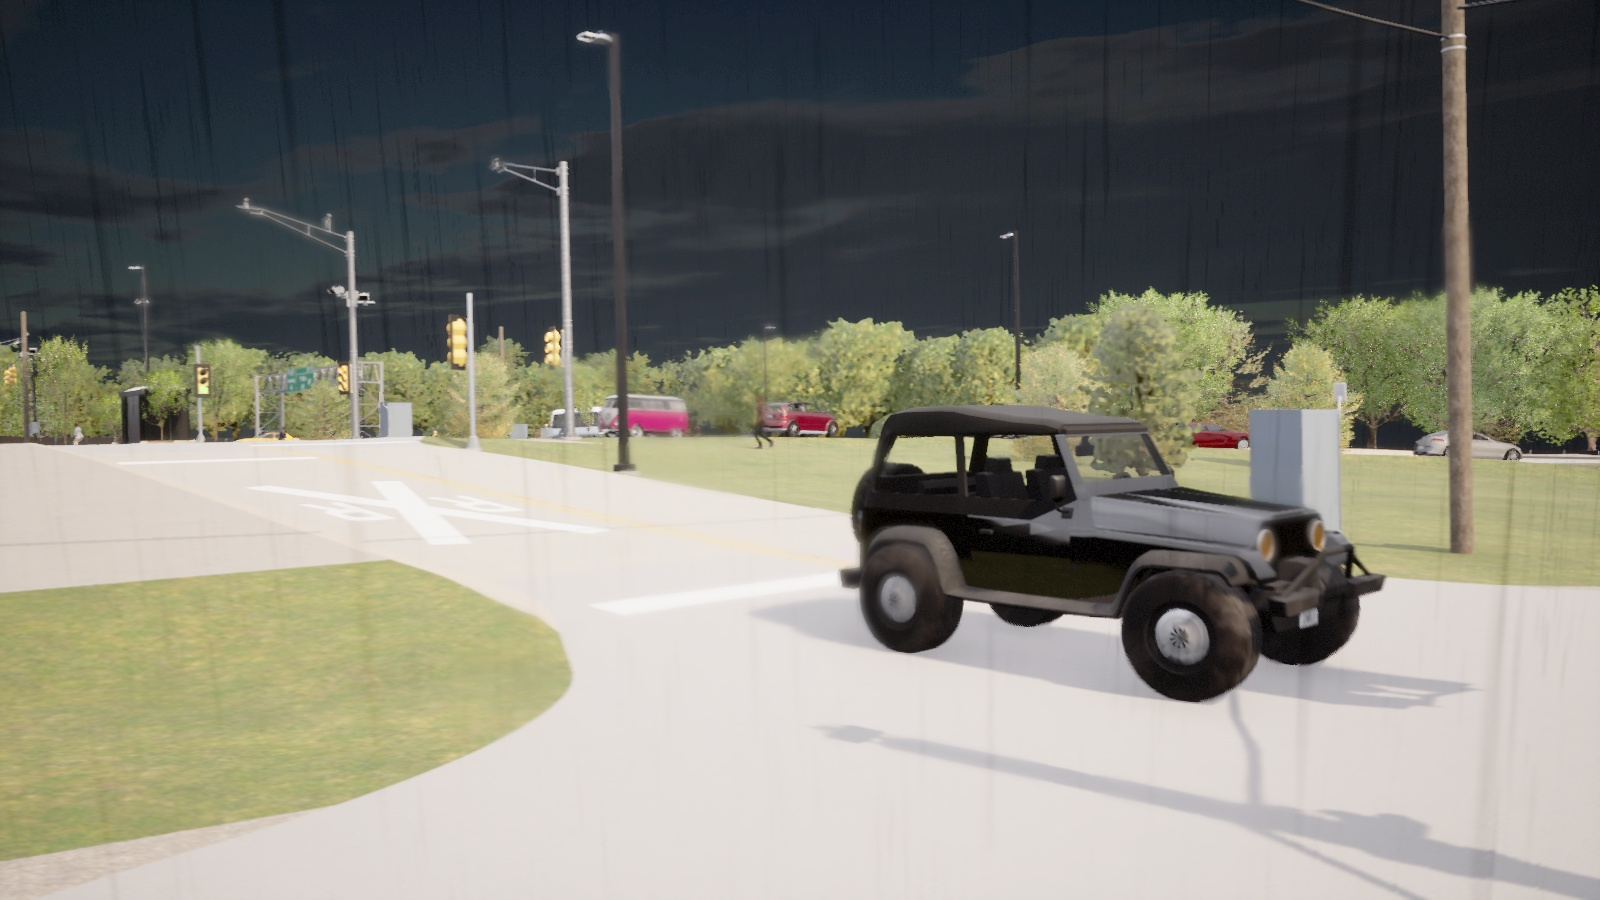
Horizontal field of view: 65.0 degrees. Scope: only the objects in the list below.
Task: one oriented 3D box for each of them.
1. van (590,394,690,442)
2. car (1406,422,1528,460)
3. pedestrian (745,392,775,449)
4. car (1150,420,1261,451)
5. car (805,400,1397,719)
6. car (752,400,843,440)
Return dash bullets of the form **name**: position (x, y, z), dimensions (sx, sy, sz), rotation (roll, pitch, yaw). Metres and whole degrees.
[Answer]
- **van**: position (-6.985, -1.366, 55.229), dimensions (1.775, 1.987, 4.442), rotation (-1, -1, 36)
- **car**: position (33.394, -0.432, 62.935), dimensions (5.027, 1.651, 2.152), rotation (3, 0, -8)
- **pedestrian**: position (-1.285, -0.958, 40.463), dimensions (0.869, 1.805, 0.328), rotation (-2, 1, -25)
- **car**: position (20.572, -0.763, 63.807), dimensions (5.008, 1.535, 1.882), rotation (0, 1, -7)
- **car**: position (2.093, 0.586, 9.402), dimensions (3.866, 1.878, 1.905), rotation (1, 3, 45)
- **car**: position (-0.078, -1.230, 52.415), dimensions (1.789, 1.549, 3.705), rotation (-1, 0, 41)
